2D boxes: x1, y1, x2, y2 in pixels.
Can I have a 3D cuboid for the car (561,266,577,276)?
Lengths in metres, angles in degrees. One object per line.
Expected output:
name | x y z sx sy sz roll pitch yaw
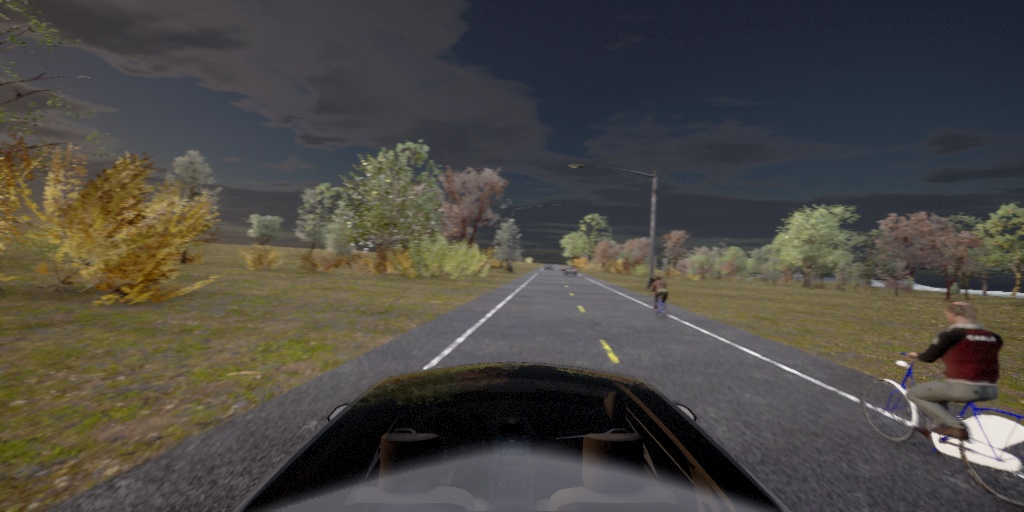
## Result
car | 9.238 2.318 56.322 2.128 1.511 4.902 2 -1 6

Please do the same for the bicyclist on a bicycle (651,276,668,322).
bicyclist on a bicycle | 5.527 1.588 13.445 0.582 1.620 1.656 2 -1 6

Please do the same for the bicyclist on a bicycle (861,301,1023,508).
bicyclist on a bicycle | 4.501 1.342 3.799 0.659 1.776 1.843 2 0 6
